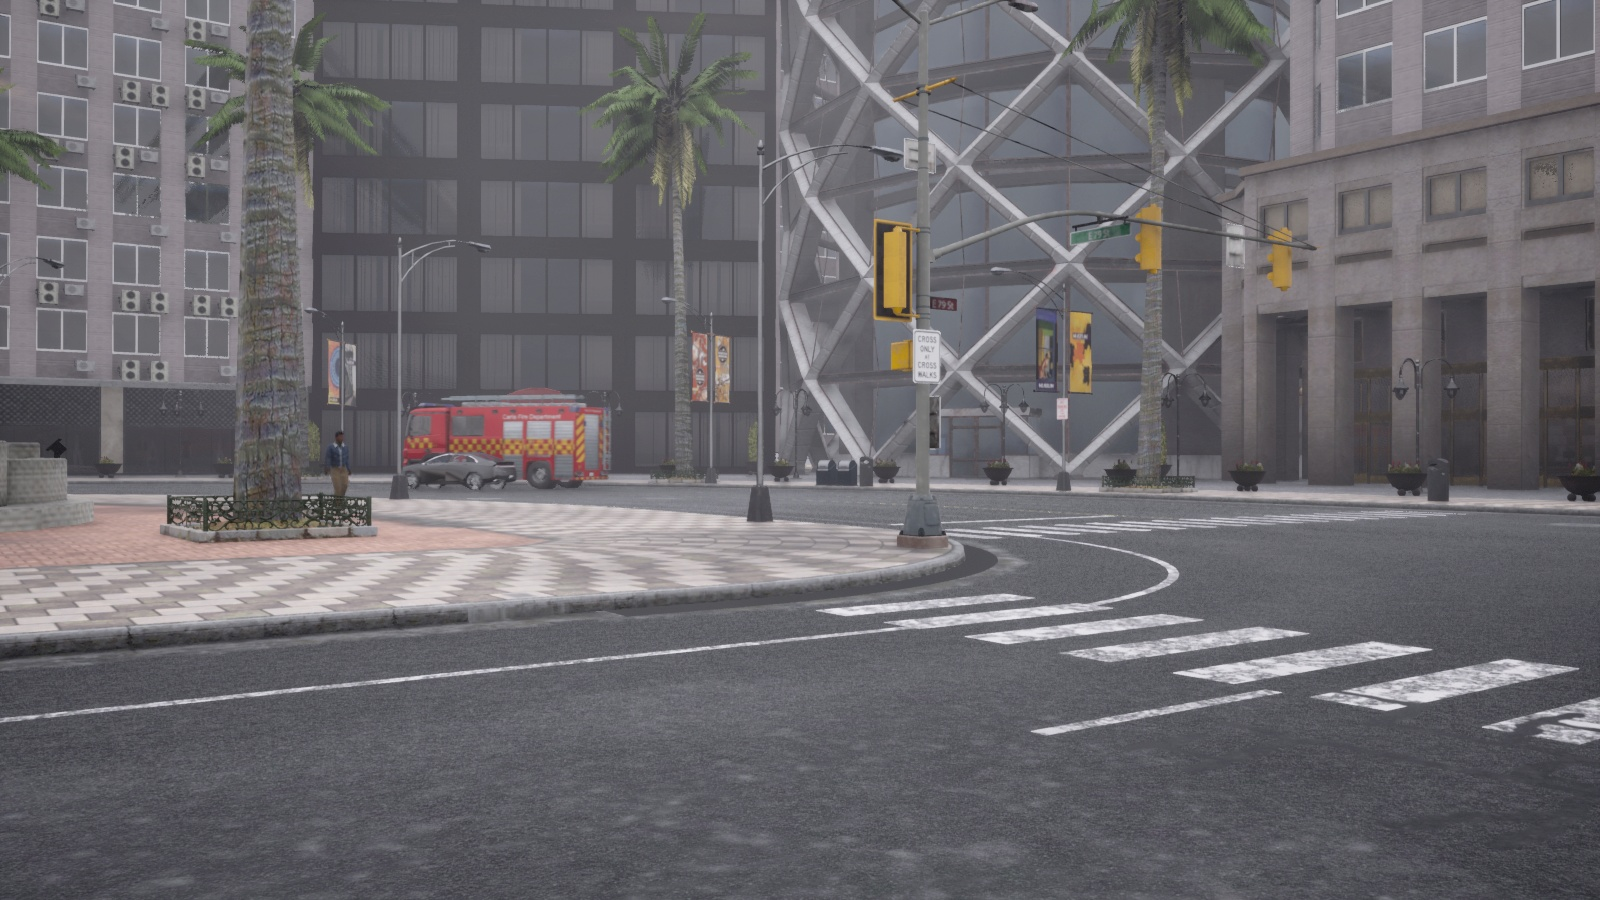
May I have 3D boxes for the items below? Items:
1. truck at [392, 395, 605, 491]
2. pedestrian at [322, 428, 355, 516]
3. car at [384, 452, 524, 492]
[{"bbox_3d":[-12.615,-0.264,52.564,8.468,3.827,2.891,0,0,19],"label":"truck"},{"bbox_3d":[-10.387,0.493,28.274,0.423,1.949,0.788,0,0,-43],"label":"pedestrian"},{"bbox_3d":[-13.523,0.850,49.149,4.902,1.511,2.128,0,0,18],"label":"car"}]
